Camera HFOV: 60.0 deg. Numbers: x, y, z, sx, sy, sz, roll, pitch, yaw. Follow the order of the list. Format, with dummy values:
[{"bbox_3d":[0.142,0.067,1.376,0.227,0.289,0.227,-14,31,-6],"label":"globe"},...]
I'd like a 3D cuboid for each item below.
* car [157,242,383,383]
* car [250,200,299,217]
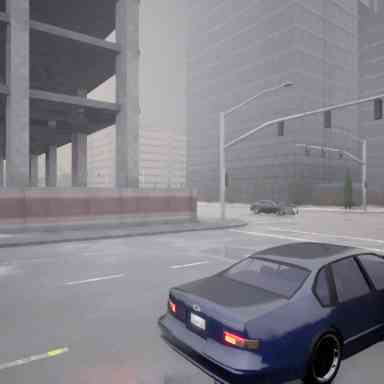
[{"bbox_3d":[2.123,1.547,5.303,5.357,1.411,2.033,0,0,-35],"label":"car"},{"bbox_3d":[7.614,1.491,31.112,2.128,1.511,4.902,0,0,-36],"label":"car"}]
